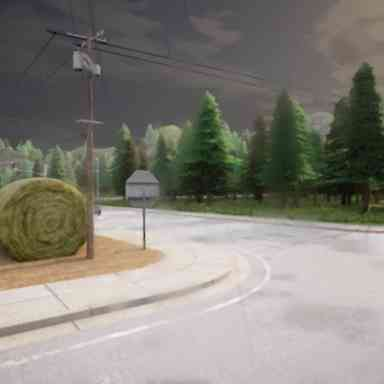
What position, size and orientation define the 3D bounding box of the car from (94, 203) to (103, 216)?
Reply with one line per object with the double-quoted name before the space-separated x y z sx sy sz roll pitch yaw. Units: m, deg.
"car" -9.973 1.470 30.788 1.812 1.442 4.674 -1 0 -38
